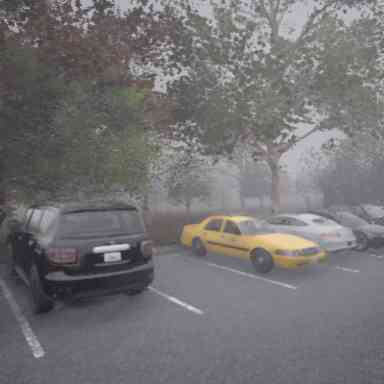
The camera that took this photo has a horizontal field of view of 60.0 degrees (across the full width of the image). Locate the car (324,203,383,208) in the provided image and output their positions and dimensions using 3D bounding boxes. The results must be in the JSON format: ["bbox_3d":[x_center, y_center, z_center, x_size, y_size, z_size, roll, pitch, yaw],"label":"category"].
[{"bbox_3d":[8.234,1.356,15.965,2.185,1.767,4.553,0,0,-35],"label":"car"}]

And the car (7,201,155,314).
[{"bbox_3d":[-2.941,1.230,7.996,2.435,2.045,5.566,0,0,-35],"label":"car"}]

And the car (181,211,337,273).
[{"bbox_3d":[1.694,1.479,11.037,1.946,1.575,5.366,0,0,-35],"label":"car"}]

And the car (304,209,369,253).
[{"bbox_3d":[3.843,1.522,12.794,2.002,1.452,4.674,0,0,-35],"label":"car"}]

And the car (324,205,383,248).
[{"bbox_3d":[6.115,1.511,14.380,2.163,1.488,4.792,0,0,-35],"label":"car"}]
